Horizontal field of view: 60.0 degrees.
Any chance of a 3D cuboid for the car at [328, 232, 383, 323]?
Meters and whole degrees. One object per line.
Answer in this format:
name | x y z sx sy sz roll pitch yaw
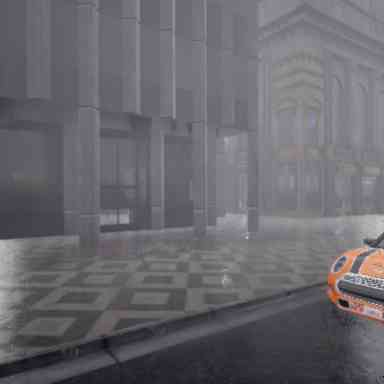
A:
car | 4.795 1.387 6.738 4.553 1.767 2.097 0 0 -35
